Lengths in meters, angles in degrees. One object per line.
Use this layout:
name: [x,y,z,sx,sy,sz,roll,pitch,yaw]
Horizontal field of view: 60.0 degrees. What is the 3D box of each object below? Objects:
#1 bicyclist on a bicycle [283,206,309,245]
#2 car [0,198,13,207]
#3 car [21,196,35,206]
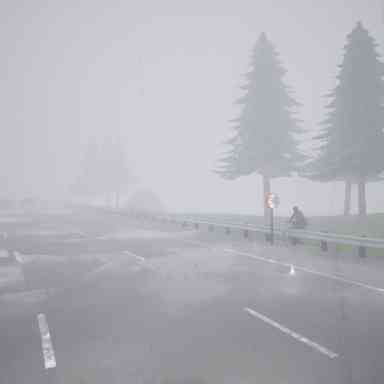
bicyclist on a bicycle: [4.415,1.436,13.946,1.656,1.620,0.582,5,-2,-31]
car: [-29.634,1.601,52.750,1.895,1.301,4.718,0,0,-32]
car: [-28.070,1.505,56.868,1.837,1.490,4.892,0,0,-32]
